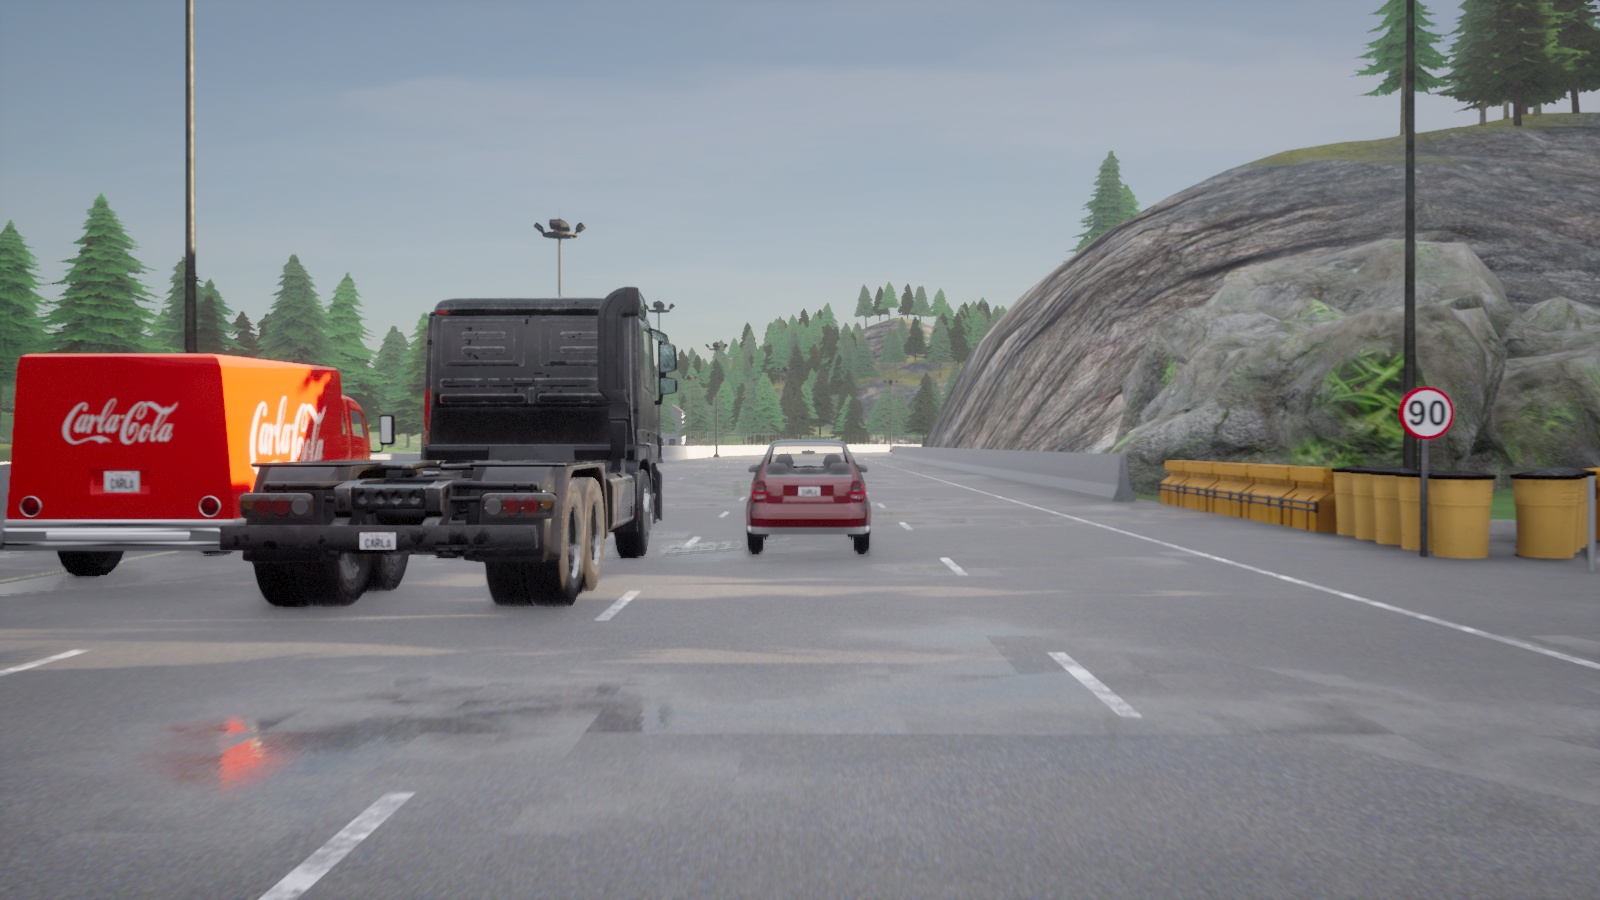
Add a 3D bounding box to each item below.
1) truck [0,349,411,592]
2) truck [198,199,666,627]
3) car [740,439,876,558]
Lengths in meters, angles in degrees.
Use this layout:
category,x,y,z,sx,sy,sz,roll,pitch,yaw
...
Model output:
category,x,y,z,sx,sy,sz,roll,pitch,yaw
truck,-6.896,0.173,15.358,2.627,2.467,5.204,0,1,0
truck,-3.403,-0.318,14.135,2.891,3.462,7.936,0,0,0
car,0.120,0.624,18.399,1.789,1.549,3.705,0,1,0
